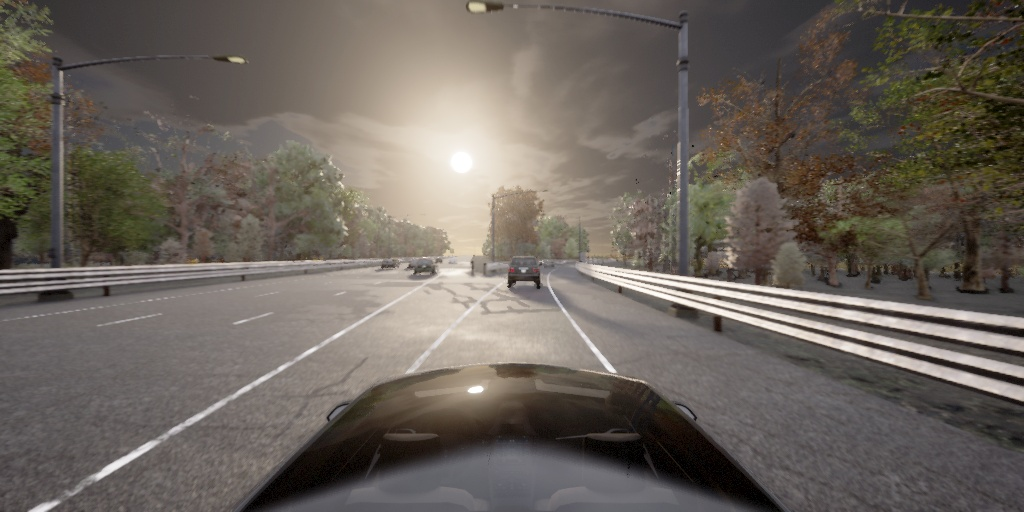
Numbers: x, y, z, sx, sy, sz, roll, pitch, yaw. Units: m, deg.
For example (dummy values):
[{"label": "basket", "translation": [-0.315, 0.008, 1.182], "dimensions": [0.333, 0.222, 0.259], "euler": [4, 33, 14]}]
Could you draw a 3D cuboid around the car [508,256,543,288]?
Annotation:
[{"label": "car", "translation": [0.929, 1.044, 25.089], "dimensions": [2.150, 2.045, 5.566], "euler": [0, 0, 4]}]

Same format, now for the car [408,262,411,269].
[{"label": "car", "translation": [-14.326, 1.223, 53.982], "dimensions": [1.994, 1.385, 4.181], "euler": [0, 0, -6]}]

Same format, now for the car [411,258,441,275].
[{"label": "car", "translation": [-9.144, 1.044, 38.457], "dimensions": [2.097, 1.767, 4.553], "euler": [0, 0, -6]}]

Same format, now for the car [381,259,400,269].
[{"label": "car", "translation": [-17.663, 1.146, 52.276], "dimensions": [1.837, 1.490, 4.892], "euler": [0, 0, -6]}]
